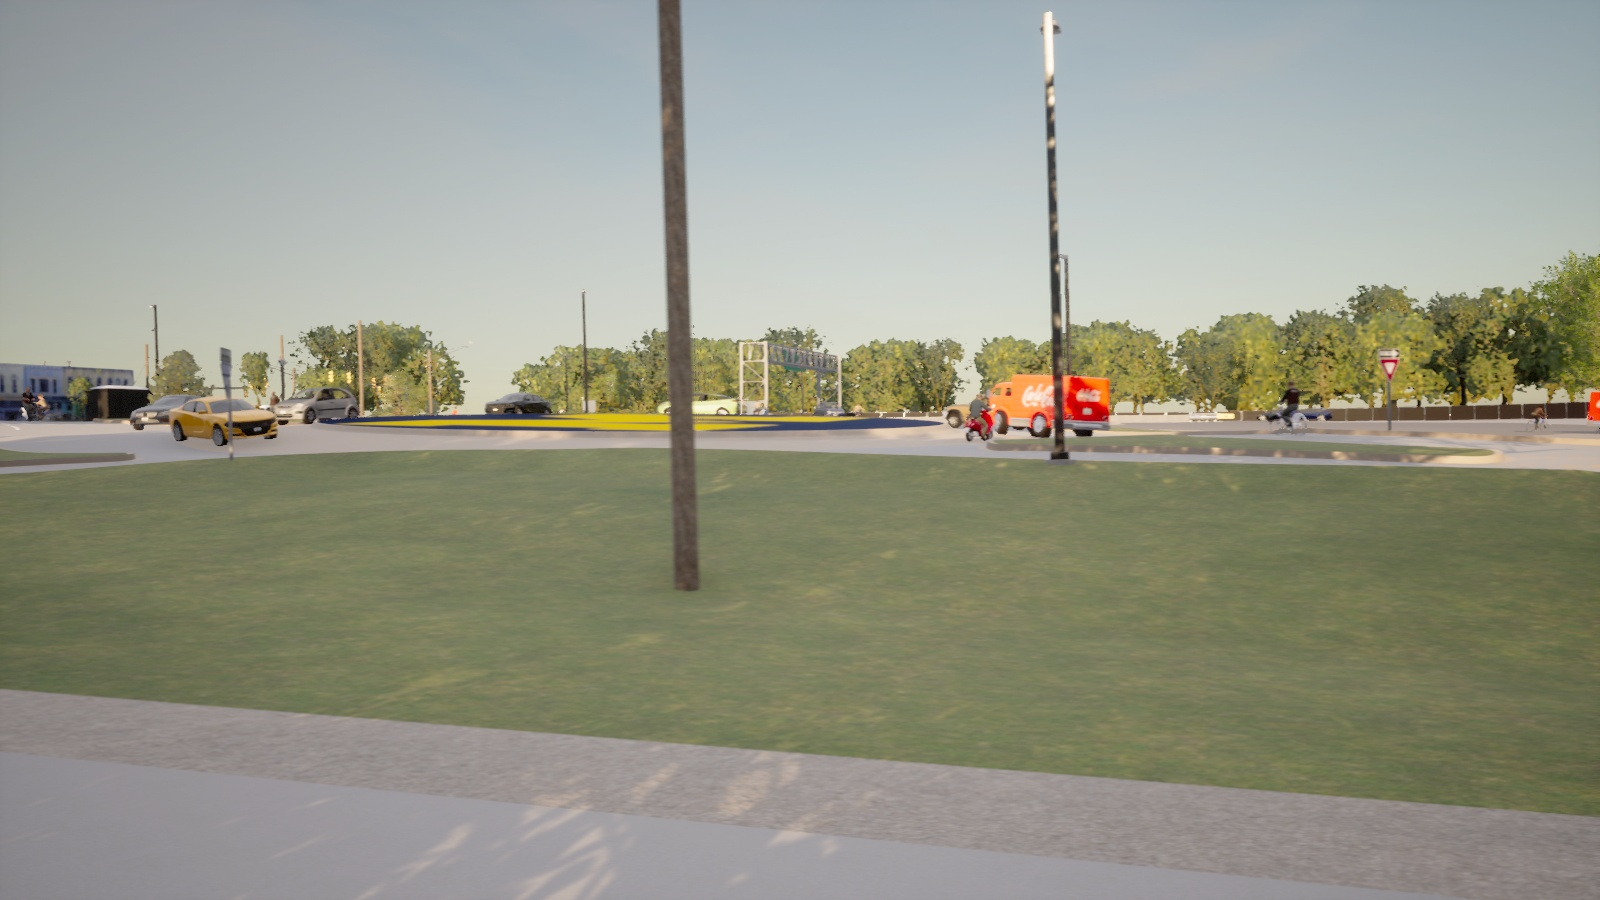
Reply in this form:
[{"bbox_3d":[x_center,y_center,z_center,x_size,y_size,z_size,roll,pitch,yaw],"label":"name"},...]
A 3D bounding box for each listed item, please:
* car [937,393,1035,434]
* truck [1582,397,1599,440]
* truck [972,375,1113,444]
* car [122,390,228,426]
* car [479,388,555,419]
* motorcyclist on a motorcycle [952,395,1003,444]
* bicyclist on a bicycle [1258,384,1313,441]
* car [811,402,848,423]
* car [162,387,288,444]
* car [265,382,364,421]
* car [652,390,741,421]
[{"bbox_3d":[9.498,-1.880,64.423,4.605,1.855,1.932,5,5,43],"label":"car"},{"bbox_3d":[48.396,-1.775,72.515,5.204,2.467,2.627,0,3,-18],"label":"truck"},{"bbox_3d":[9.603,-1.661,50.246,2.627,2.467,5.204,2,3,-30],"label":"truck"},{"bbox_3d":[-26.441,-1.800,53.308,1.812,1.442,4.674,-1,2,5],"label":"car"},{"bbox_3d":[-15.550,-2.529,69.219,1.882,1.535,5.008,0,0,16],"label":"car"},{"bbox_3d":[5.977,-1.037,42.316,0.866,1.590,1.817,3,3,38],"label":"motorcyclist on a motorcycle"},{"bbox_3d":[15.407,-1.193,39.923,0.659,1.776,1.843,-1,2,-14],"label":"bicyclist on a bicycle"},{"bbox_3d":[2.223,-2.850,96.162,1.789,1.549,3.705,1,1,-16],"label":"car"},{"bbox_3d":[-19.631,-1.227,42.791,5.008,1.535,1.882,4,10,41],"label":"car"},{"bbox_3d":[-21.417,-2.156,55.569,1.851,1.617,3.988,-1,2,20],"label":"car"},{"bbox_3d":[-5.563,-2.420,68.148,4.514,1.525,2.007,2,1,4],"label":"car"}]
